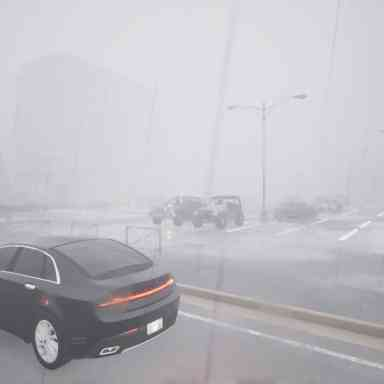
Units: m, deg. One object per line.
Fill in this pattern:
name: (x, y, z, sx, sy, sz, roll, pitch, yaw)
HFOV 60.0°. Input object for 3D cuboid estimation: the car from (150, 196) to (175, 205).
car: (-5.206, 1.526, 59.187, 1.812, 1.442, 4.674, 0, 0, 34)

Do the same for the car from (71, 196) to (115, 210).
car: (-12.502, 1.526, 42.164, 1.812, 1.442, 4.674, 0, 0, 34)

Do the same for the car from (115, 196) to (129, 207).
car: (-11.580, 1.352, 49.809, 2.097, 1.767, 4.553, 0, 0, 34)

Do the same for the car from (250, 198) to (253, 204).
car: (9.835, 1.505, 62.475, 1.837, 1.490, 4.892, 0, 0, 34)

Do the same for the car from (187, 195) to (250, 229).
car: (1.704, 1.156, 20.229, 1.905, 1.878, 3.866, 0, 0, 34)

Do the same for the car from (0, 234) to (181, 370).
car: (-2.454, 1.505, 5.750, 4.892, 1.490, 1.837, 0, 0, 36)

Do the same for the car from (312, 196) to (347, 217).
car: (13.749, 1.395, 33.166, 1.970, 1.475, 3.806, 0, 0, 34)

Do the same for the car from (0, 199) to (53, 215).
car: (-17.502, 1.601, 34.752, 1.895, 1.301, 4.718, 0, 0, 34)

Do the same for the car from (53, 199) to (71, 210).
car: (-17.176, 1.547, 41.506, 2.033, 1.411, 5.357, 0, 0, 34)

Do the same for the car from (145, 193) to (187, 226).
car: (-0.660, 1.153, 21.899, 1.932, 1.855, 4.605, 0, 0, 34)

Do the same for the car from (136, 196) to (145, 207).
car: (-6.206, 1.224, 51.492, 2.150, 2.045, 5.566, 0, 0, 34)
